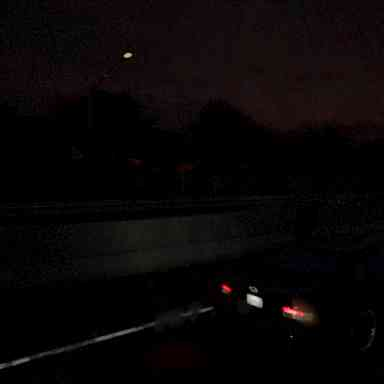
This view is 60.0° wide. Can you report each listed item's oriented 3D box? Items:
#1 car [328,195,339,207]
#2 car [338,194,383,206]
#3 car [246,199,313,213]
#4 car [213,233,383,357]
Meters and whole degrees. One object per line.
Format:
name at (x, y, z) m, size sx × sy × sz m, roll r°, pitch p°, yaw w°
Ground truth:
car at (17.431, 0.998, 37.910) m, size 4.674 × 1.442 × 1.812 m, roll -1°, pitch 1°, yaw -35°
car at (17.130, 1.117, 33.404) m, size 4.718 × 1.301 × 1.895 m, roll -1°, pitch 1°, yaw -35°
car at (5.534, 1.244, 20.838) m, size 5.008 × 1.535 × 1.882 m, roll -1°, pitch 1°, yaw -35°
car at (2.886, 1.470, 5.931) m, size 5.357 × 1.411 × 2.033 m, roll -1°, pitch 1°, yaw -36°
